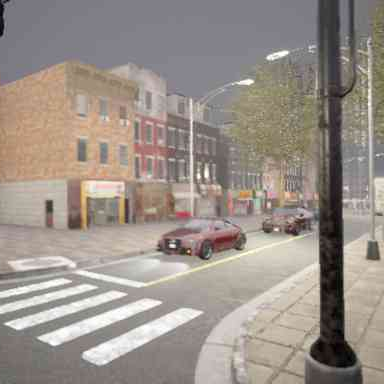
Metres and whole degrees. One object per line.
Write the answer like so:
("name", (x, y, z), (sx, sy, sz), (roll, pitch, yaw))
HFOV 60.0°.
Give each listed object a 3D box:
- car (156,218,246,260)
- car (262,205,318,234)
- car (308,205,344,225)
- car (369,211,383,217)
("car", (0.488, 1.757, 13.440), (1.994, 1.385, 4.181), (-1, -1, 37))
("car", (6.295, 1.694, 21.636), (2.097, 1.767, 4.553), (-1, -1, 35))
("car", (12.113, 2.006, 29.863), (1.882, 1.535, 5.008), (-1, -2, 35))
("car", (21.703, 2.245, 38.341), (2.128, 1.511, 4.902), (-1, -2, 35))
